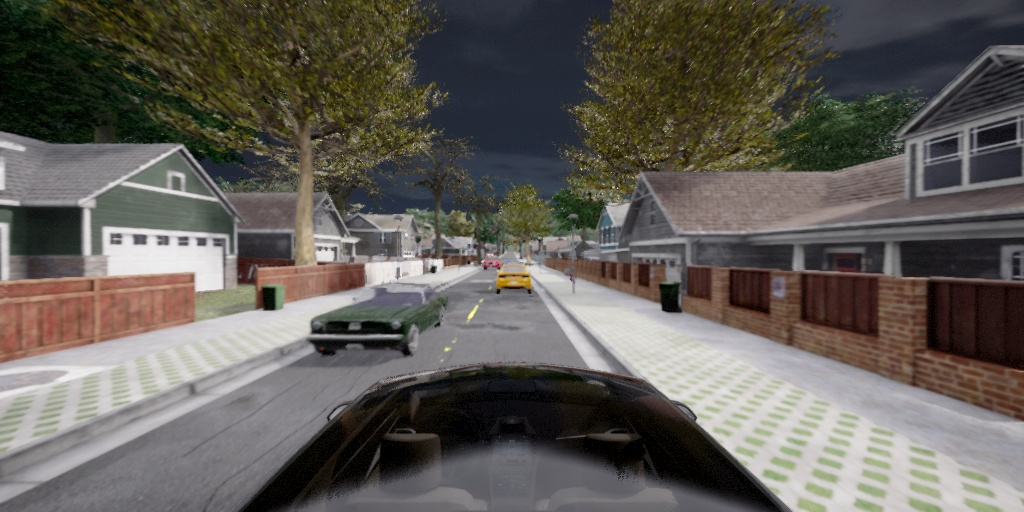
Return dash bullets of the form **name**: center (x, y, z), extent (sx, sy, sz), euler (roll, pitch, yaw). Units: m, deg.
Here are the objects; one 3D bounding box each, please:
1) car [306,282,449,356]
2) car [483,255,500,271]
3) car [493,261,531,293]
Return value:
- **car**: center (-2.851, 1.347, 8.712), extent (1.895, 1.301, 4.718), euler (0, 0, 0)
- **car**: center (-2.816, 0.932, 50.006), extent (2.150, 2.045, 5.566), euler (0, 0, 0)
- **car**: center (0.101, 1.229, 20.929), extent (1.882, 1.535, 5.008), euler (0, 0, 0)
